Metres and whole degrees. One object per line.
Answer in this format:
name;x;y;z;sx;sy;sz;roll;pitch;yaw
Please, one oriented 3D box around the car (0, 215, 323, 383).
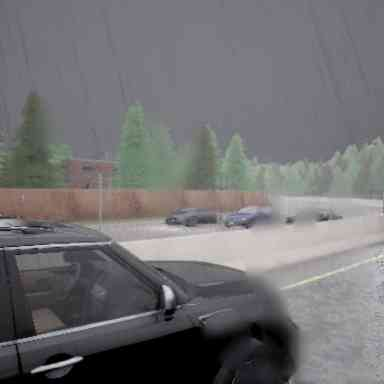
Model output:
car;-1.497;1.228;2.740;5.566;2.045;2.150;0;0;-37
